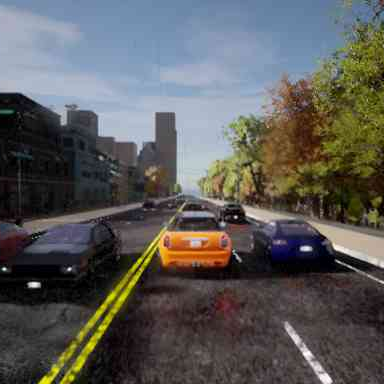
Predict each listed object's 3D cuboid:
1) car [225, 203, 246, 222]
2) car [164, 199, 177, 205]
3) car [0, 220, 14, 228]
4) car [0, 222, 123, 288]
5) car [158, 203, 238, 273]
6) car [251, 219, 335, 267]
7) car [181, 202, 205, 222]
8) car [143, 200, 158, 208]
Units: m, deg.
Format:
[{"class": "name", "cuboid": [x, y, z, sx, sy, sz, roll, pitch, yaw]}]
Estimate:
[{"class": "car", "cuboid": [3.337, 1.684, 27.895, 1.837, 1.490, 4.892, 0, 0, 0]}, {"class": "car", "cuboid": [-3.338, 1.830, 52.966, 2.128, 1.511, 4.902, 0, 0, 0]}, {"class": "car", "cuboid": [-6.605, 1.590, 9.999, 1.812, 1.442, 4.674, 0, 0, 0]}, {"class": "car", "cuboid": [-3.356, 1.610, 9.735, 2.033, 1.411, 5.357, 0, 0, 0]}, {"class": "car", "cuboid": [0.095, 1.424, 11.119, 2.097, 1.767, 4.553, 0, 0, 0]}, {"class": "car", "cuboid": [3.344, 1.640, 11.735, 1.994, 1.385, 4.181, 0, 0, 0]}, {"class": "car", "cuboid": [0.088, 1.666, 29.330, 1.882, 1.535, 5.008, 0, 0, 0]}, {"class": "car", "cuboid": [-6.588, 1.900, 52.729, 1.994, 1.385, 4.181, 0, 0, 0]}]
